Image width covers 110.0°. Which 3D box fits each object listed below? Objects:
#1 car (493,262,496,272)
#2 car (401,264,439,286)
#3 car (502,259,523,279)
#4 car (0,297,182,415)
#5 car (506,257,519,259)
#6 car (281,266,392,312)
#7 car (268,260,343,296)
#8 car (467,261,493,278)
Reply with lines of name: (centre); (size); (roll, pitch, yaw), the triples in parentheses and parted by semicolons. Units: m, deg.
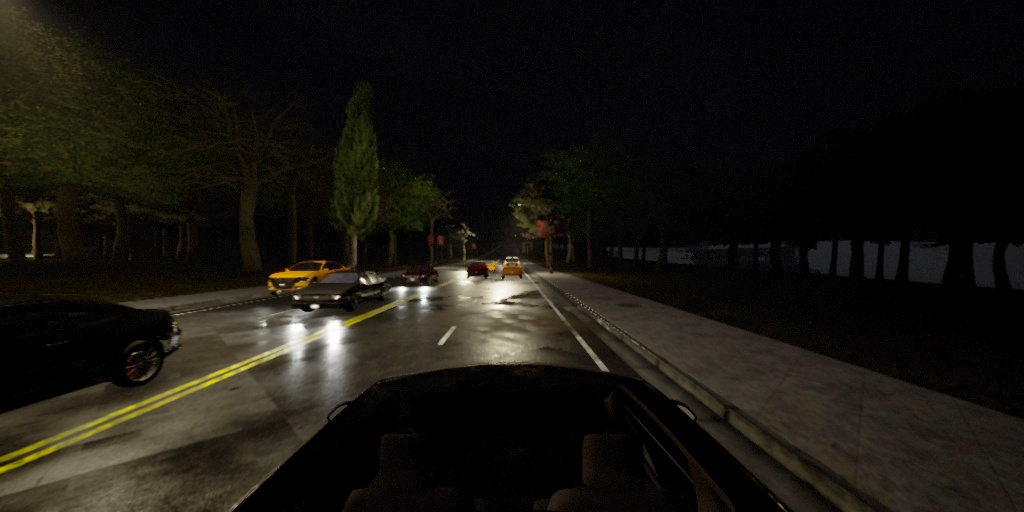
car: (-3.185, 1.414, 49.024); (1.882, 1.535, 5.008); (0, 0, 1)
car: (-6.548, 1.316, 26.010); (1.812, 1.442, 4.674); (0, 0, 1)
car: (0.017, 1.318, 34.450); (1.882, 1.535, 5.008); (0, 0, 0)
car: (-6.559, 1.274, 4.228); (1.812, 1.442, 4.674); (0, 0, 0)
car: (0.044, 1.149, 47.023); (2.150, 2.045, 5.566); (0, 0, 1)
car: (-6.557, 1.300, 14.583); (2.033, 1.411, 5.357); (0, 0, 0)
car: (-9.743, 0.953, 17.705); (1.882, 1.535, 5.008); (0, 0, 0)
car: (-3.228, 1.322, 34.938); (1.882, 1.535, 5.008); (0, 0, 0)
